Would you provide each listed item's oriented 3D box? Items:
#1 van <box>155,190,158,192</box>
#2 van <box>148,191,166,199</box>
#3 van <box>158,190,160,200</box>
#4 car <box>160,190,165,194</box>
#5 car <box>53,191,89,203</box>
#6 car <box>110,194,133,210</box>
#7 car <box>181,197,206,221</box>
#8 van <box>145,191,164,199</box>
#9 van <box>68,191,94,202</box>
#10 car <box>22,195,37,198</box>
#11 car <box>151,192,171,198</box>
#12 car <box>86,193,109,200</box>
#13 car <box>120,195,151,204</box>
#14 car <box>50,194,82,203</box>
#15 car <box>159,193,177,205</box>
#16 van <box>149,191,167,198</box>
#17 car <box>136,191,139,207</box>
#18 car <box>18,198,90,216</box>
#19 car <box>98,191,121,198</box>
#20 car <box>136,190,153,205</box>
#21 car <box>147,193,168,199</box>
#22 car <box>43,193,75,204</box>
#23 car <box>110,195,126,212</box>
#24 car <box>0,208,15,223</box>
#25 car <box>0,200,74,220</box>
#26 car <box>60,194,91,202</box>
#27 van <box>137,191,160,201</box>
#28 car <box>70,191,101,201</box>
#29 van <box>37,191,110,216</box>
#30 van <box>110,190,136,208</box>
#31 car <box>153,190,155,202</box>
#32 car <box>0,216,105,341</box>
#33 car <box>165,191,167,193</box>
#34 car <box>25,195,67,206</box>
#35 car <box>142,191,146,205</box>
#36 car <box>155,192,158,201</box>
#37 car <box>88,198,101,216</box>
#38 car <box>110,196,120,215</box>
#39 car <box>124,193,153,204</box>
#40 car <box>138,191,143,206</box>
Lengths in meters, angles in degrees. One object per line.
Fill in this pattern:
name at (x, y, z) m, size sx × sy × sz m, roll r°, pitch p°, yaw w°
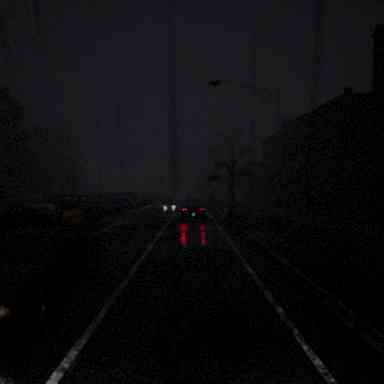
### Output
van at (-9.046, 0.908, 61.333) m, size 4.442 × 1.987 × 1.878 m, roll 0°, pitch 0°, yaw 0°
van at (-8.841, 0.744, 83.763) m, size 4.442 × 1.987 × 1.878 m, roll 0°, pitch 1°, yaw 0°
van at (-9.050, 0.895, 64.136) m, size 4.442 × 1.987 × 1.878 m, roll 0°, pitch 0°, yaw 0°
car at (-8.909, 0.856, 66.940) m, size 5.566 × 2.045 × 2.435 m, roll 0°, pitch 0°, yaw 0°
car at (-22.037, 0.887, 60.808) m, size 5.566 × 2.045 × 2.435 m, roll 0°, pitch 0°, yaw 0°
car at (-8.889, 1.266, 33.301) m, size 5.008 × 1.535 × 2.097 m, roll 0°, pitch 0°, yaw 0°
car at (0.102, 1.355, 25.544) m, size 1.812 × 1.442 × 4.674 m, roll 0°, pitch 0°, yaw 0°
van at (-9.071, 0.775, 80.961) m, size 4.442 × 1.987 × 1.878 m, roll 0°, pitch 1°, yaw 0°
van at (-22.132, 0.886, 66.358) m, size 4.442 × 1.987 × 1.878 m, roll 0°, pitch 0°, yaw 0°
car at (-21.997, 1.205, 46.930) m, size 4.892 × 1.521 × 2.231 m, roll 0°, pitch 0°, yaw 0°
car at (-8.786, 0.827, 94.981) m, size 5.366 × 1.575 × 1.946 m, roll 0°, pitch 1°, yaw 0°
car at (-22.000, 1.069, 77.471) m, size 4.792 × 1.488 × 2.163 m, roll 0°, pitch 0°, yaw 0°
car at (-8.916, 1.214, 52.924) m, size 4.674 × 1.452 × 2.002 m, roll 0°, pitch 0°, yaw 0°
car at (-21.976, 1.181, 58.034) m, size 4.792 × 1.488 × 2.163 m, roll 0°, pitch 0°, yaw 0°
car at (-3.317, 1.253, 50.694) m, size 2.033 × 1.411 × 5.357 m, roll 0°, pitch 0°, yaw 0°
van at (-9.082, 0.675, 89.372) m, size 4.442 × 1.987 × 1.878 m, roll 0°, pitch 1°, yaw 0°
car at (-8.933, 1.114, 38.907) m, size 4.553 × 1.767 × 2.185 m, roll 0°, pitch 0°, yaw 0°
car at (-9.062, 1.329, 19.285) m, size 5.366 × 1.575 × 1.946 m, roll 0°, pitch 0°, yaw 0°
car at (-22.015, 0.662, 88.569) m, size 5.566 × 2.045 × 2.435 m, roll 0°, pitch 1°, yaw 0°
car at (-8.884, 0.949, 47.316) m, size 5.566 × 2.045 × 2.435 m, roll 0°, pitch 0°, yaw 0°
car at (-8.956, 0.936, 86.572) m, size 5.008 × 1.535 × 2.097 m, roll 0°, pitch 1°, yaw 0°
car at (-22.033, 1.039, 55.256) m, size 4.553 × 1.767 × 2.185 m, roll 0°, pitch 0°, yaw 0°
car at (-8.862, 1.309, 30.498) m, size 4.792 × 1.488 × 2.163 m, roll 0°, pitch 0°, yaw 0°
car at (-8.837, 1.412, 10.878) m, size 4.792 × 1.488 × 2.163 m, roll 0°, pitch 0°, yaw 0°
car at (-8.868, 1.346, 16.485) m, size 5.008 × 1.535 × 2.097 m, roll 0°, pitch 0°, yaw 0°
car at (-22.198, 1.122, 63.585) m, size 5.366 × 1.575 × 1.946 m, roll 0°, pitch 0°, yaw 0°
van at (-9.057, 0.868, 69.741) m, size 4.442 × 1.987 × 1.878 m, roll 0°, pitch 0°, yaw 0°
car at (-22.048, 0.848, 69.135) m, size 5.566 × 2.045 × 2.435 m, roll 0°, pitch 0°, yaw 0°
van at (-8.767, 1.080, 24.891) m, size 4.442 × 1.987 × 1.878 m, roll 0°, pitch 0°, yaw 0°
van at (-8.781, 1.027, 36.104) m, size 4.442 × 1.987 × 1.878 m, roll 0°, pitch 0°, yaw 0°
car at (-8.887, 0.935, 50.120) m, size 5.566 × 2.045 × 2.435 m, roll 0°, pitch 0°, yaw 0°
car at (-3.349, 1.491, 6.959) m, size 2.033 × 1.411 × 5.357 m, roll 0°, pitch 0°, yaw 0°
car at (-8.980, 1.060, 78.161) m, size 4.792 × 1.488 × 2.163 m, roll 0°, pitch 1°, yaw 0°
car at (-21.809, 1.188, 49.707) m, size 5.366 × 1.575 × 1.946 m, roll 0°, pitch 0°, yaw 0°
car at (-8.877, 1.088, 44.514) m, size 4.553 × 1.767 × 2.185 m, roll 0°, pitch 0°, yaw 0°
car at (-8.920, 1.148, 58.530) m, size 4.892 × 1.521 × 2.231 m, roll 0°, pitch 0°, yaw 0°
car at (-8.909, 1.349, 22.088) m, size 4.792 × 1.488 × 2.163 m, roll 0°, pitch 0°, yaw 0°
car at (-8.858, 1.322, 27.695) m, size 4.792 × 1.488 × 2.163 m, roll 0°, pitch 0°, yaw 0°
car at (-8.954, 1.035, 55.727) m, size 4.553 × 1.767 × 2.185 m, roll 0°, pitch 0°, yaw 0°
car at (-8.873, 1.101, 41.710) m, size 4.553 × 1.767 × 2.185 m, roll 0°, pitch 0°, yaw 0°
